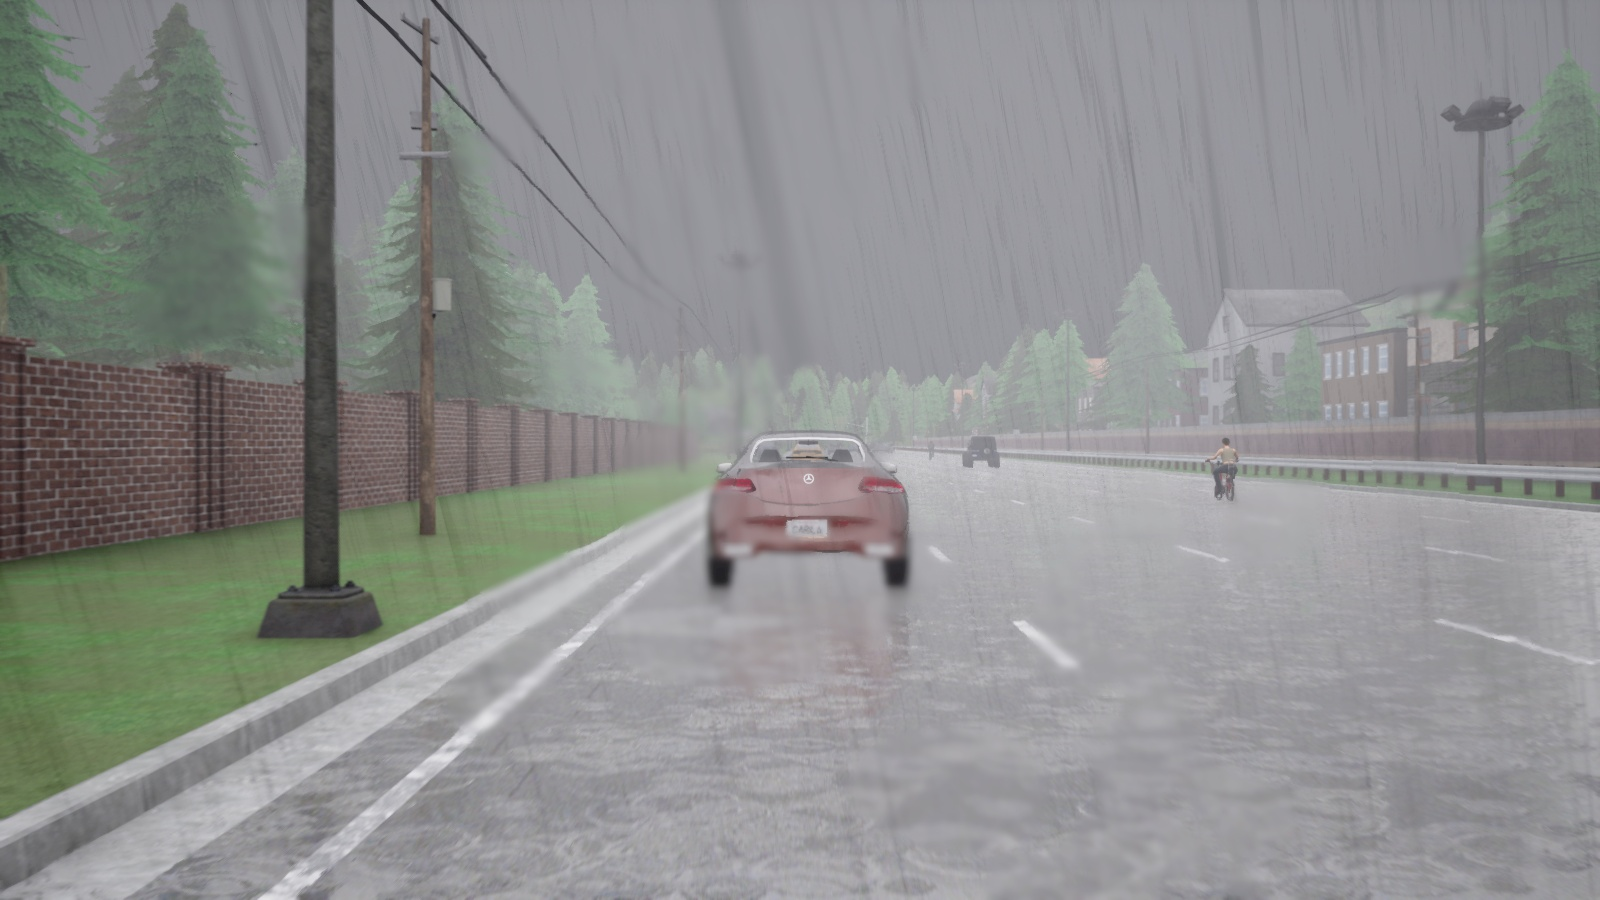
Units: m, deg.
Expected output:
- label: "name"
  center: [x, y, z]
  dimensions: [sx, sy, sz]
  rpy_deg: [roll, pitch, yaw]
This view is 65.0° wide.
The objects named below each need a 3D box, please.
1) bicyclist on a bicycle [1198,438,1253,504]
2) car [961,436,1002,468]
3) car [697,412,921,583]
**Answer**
- label: "bicyclist on a bicycle"
  center: [10.691, 0.513, 31.613]
  dimensions: [0.866, 1.612, 1.509]
  rpy_deg: [0, 0, 1]
- label: "car"
  center: [10.950, 0.121, 76.052]
  dimensions: [1.905, 1.878, 3.866]
  rpy_deg: [0, 0, 0]
- label: "car"
  center: [0.099, 0.443, 14.594]
  dimensions: [2.152, 1.651, 5.027]
  rpy_deg: [0, 0, 0]
